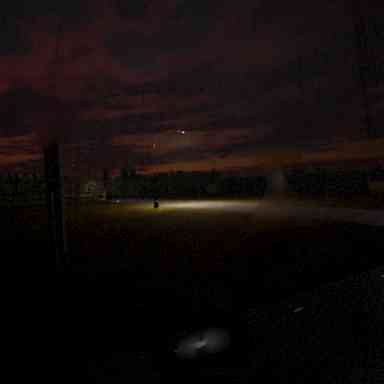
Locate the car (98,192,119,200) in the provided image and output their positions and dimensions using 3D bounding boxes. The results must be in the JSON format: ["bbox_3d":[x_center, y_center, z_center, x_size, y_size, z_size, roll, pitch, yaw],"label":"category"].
[{"bbox_3d":[-13.473,0.605,53.462,1.895,1.301,4.718,-4,2,-35],"label":"car"}]
